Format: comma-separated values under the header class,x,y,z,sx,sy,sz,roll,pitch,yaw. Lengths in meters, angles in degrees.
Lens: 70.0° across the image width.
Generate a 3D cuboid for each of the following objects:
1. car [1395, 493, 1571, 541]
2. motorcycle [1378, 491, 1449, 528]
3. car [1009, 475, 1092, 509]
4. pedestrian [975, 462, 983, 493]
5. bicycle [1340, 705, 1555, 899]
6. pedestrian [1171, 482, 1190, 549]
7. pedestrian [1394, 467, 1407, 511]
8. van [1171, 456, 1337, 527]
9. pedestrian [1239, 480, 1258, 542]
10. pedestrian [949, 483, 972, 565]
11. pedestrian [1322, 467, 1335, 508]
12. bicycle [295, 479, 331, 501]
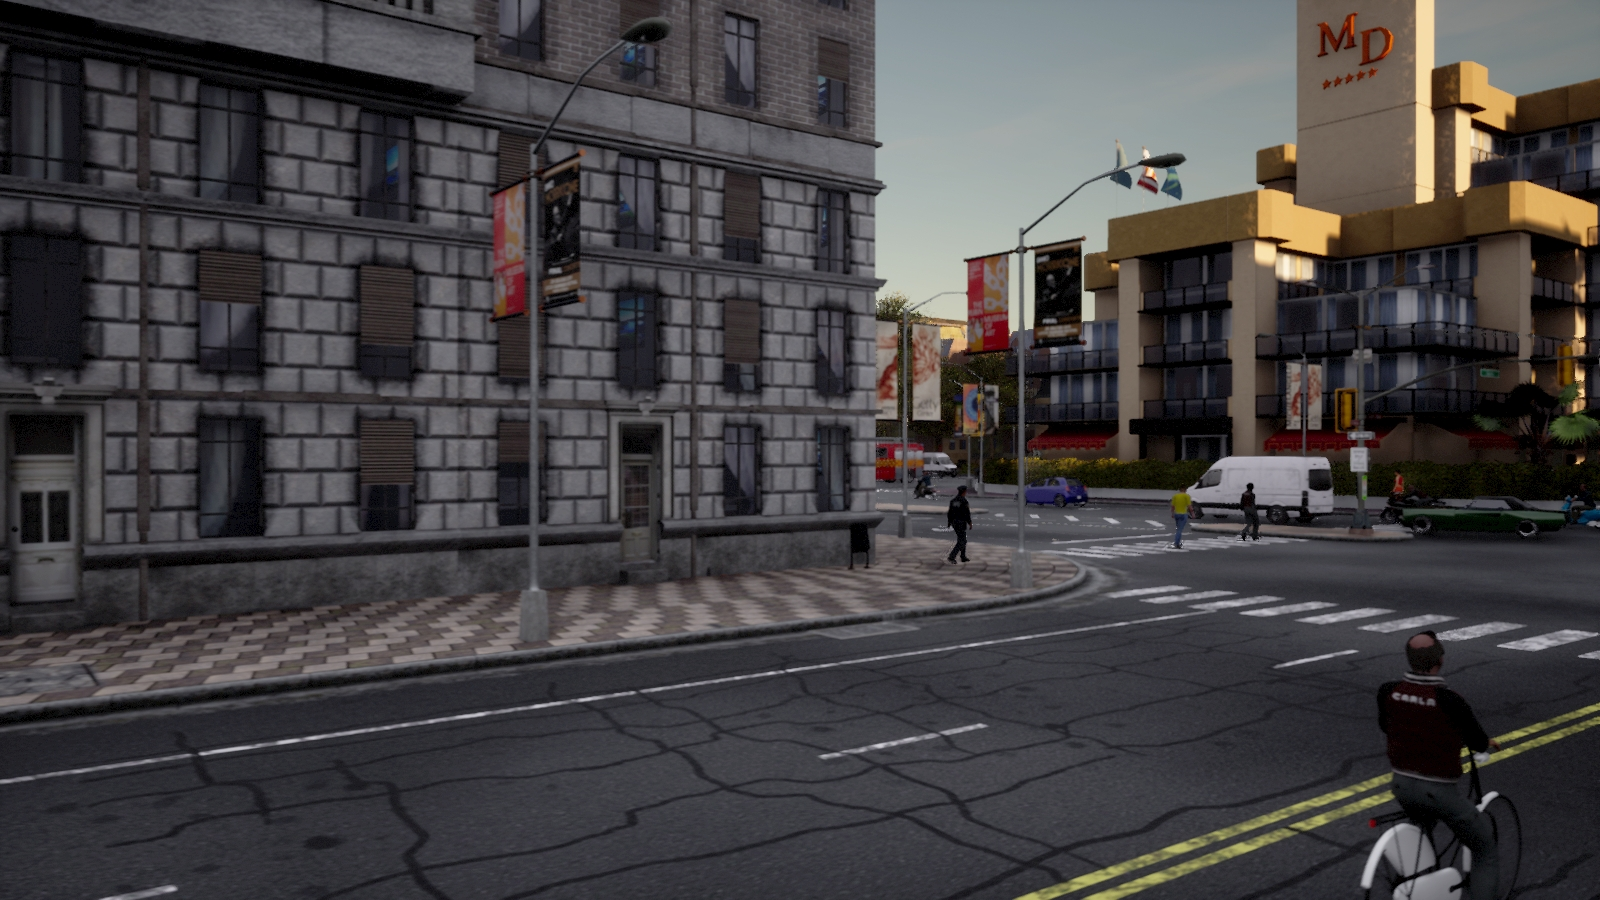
class,x,y,z,sx,sy,sz,roll,pitch,yaw
car,22.260,2.150,37.327,4.718,1.301,1.895,0,0,38
motorcycle,22.843,2.200,42.546,2.209,1.251,0.867,0,-1,38
car,12.240,2.033,56.028,1.845,1.501,3.633,0,0,-37
pedestrian,10.930,1.693,69.744,0.375,1.860,0.375,0,0,-25
bicycle,3.770,2.209,6.587,1.835,1.171,0.329,0,0,-35
pedestrian,10.773,1.846,32.391,0.375,1.860,0.375,0,0,-42
pedestrian,26.129,1.690,49.705,0.375,1.860,0.375,0,0,-37
van,17.629,1.530,44.691,1.988,2.561,5.915,0,0,-36
pedestrian,13.703,1.845,34.893,0.375,1.860,0.375,0,0,-33
pedestrian,3.720,1.694,26.445,0.375,1.860,0.375,0,0,-38
pedestrian,24.185,1.690,52.292,0.375,1.860,0.375,0,0,-36
bicycle,-27.272,2.242,63.999,1.835,1.171,0.329,-1,-7,3
